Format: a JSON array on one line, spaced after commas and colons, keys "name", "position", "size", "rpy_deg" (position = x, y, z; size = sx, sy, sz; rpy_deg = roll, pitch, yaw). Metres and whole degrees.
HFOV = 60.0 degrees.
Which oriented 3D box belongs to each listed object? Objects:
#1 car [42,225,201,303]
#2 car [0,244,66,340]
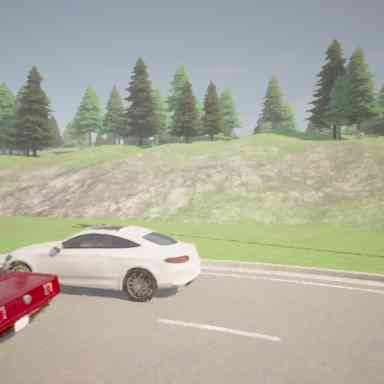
[{"name": "car", "position": [-2.112, 1.525, 7.888], "size": [4.674, 1.442, 1.812], "rpy_deg": [0, 0, 13]}, {"name": "car", "position": [-4.651, 1.600, 4.990], "size": [4.718, 1.301, 1.895], "rpy_deg": [0, 0, 5]}]
